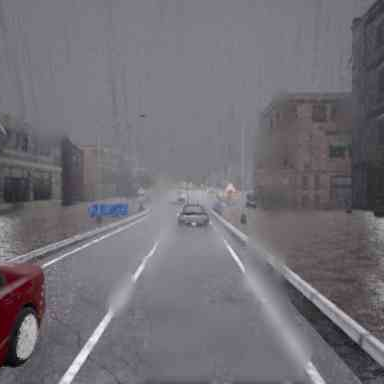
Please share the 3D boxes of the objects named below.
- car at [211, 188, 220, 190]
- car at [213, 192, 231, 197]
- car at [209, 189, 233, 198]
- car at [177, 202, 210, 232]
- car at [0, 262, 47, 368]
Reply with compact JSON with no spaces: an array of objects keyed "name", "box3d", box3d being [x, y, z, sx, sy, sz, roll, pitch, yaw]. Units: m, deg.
[{"name":"car","box3d":[8.149,0.467,93.820,4.553,1.767,2.185,0,2,-1]},{"name":"car","box3d":[8.215,0.729,91.073,4.674,1.452,2.002,0,2,-1]},{"name":"car","box3d":[8.057,0.785,88.313,5.366,1.575,1.946,0,2,-1]},{"name":"car","box3d":[0.107,1.601,20.831,2.128,1.511,4.902,0,-1,0]},{"name":"car","box3d":[-3.098,1.476,2.940,1.882,1.535,5.008,0,0,0]}]
